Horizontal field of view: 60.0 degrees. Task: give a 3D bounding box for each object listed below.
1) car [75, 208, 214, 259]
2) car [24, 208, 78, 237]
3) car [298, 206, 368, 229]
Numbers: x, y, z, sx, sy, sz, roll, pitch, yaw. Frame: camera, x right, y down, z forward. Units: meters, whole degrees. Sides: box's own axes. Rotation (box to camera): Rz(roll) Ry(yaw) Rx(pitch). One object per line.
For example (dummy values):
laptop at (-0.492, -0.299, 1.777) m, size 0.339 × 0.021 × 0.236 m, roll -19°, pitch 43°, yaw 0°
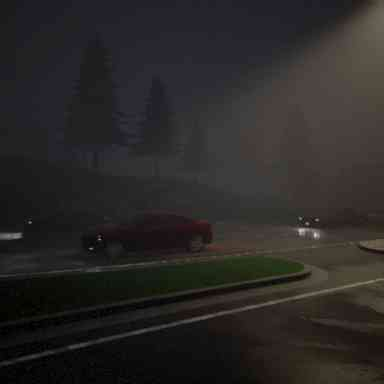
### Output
car at (-1.575, 1.493, 12.620) m, size 5.008 × 1.535 × 1.882 m, roll 1°, pitch 0°, yaw -27°
car at (-6.674, 1.546, 17.896) m, size 4.181 × 1.385 × 1.994 m, roll 1°, pitch 0°, yaw -26°
car at (9.774, 1.692, 22.843) m, size 5.357 × 1.411 × 2.033 m, roll 1°, pitch 0°, yaw -30°
